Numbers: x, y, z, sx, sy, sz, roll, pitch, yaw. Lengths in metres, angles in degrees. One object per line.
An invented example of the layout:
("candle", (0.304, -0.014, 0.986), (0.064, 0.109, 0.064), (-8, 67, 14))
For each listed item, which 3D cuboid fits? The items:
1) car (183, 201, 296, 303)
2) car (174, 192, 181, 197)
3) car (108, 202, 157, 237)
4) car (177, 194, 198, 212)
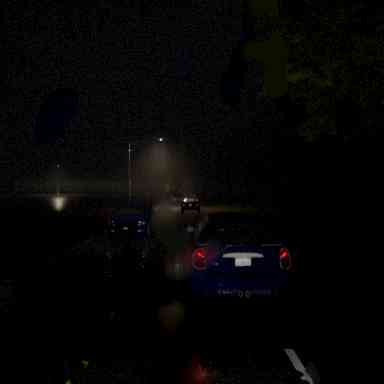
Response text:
("car", (0.918, 1.272, 8.182), (2.097, 1.767, 4.553), (0, 1, 0))
("car", (-3.185, 0.574, 75.889), (1.895, 1.301, 4.718), (0, 1, 0))
("car", (-2.945, 1.307, 17.151), (1.882, 1.535, 5.008), (0, 1, 0))
("car", (-0.127, 1.209, 32.642), (2.033, 1.411, 5.357), (0, 1, 0))
